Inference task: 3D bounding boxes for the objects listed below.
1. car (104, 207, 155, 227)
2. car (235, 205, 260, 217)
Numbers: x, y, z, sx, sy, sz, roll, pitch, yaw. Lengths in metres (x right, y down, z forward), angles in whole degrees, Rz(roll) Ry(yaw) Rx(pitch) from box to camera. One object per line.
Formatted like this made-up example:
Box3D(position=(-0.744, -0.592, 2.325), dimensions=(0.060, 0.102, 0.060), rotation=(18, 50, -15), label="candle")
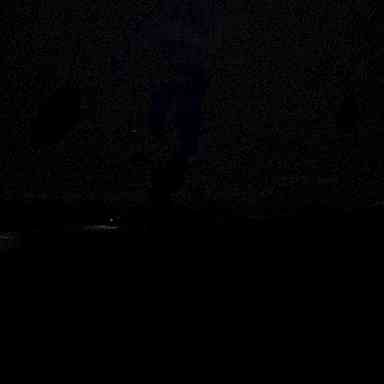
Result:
Box3D(position=(-4.802, 1.906, 26.205), dimensions=(1.994, 1.385, 4.181), rotation=(2, 0, 35), label="car")
Box3D(position=(7.263, 2.451, 43.241), dimensions=(1.994, 1.385, 4.181), rotation=(2, -1, 36), label="car")
